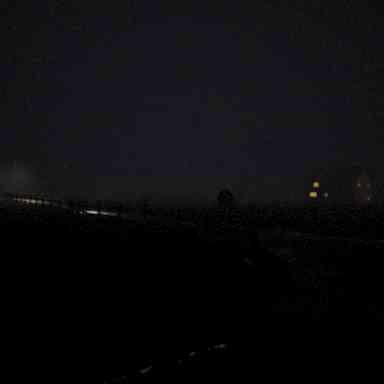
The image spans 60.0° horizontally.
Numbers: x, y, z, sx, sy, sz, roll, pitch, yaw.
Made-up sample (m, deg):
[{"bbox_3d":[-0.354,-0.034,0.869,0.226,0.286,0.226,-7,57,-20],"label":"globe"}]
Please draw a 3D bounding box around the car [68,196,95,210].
[{"bbox_3d":[-12.598,1.247,37.859,2.128,1.511,4.902,2,0,-36],"label":"car"}]
